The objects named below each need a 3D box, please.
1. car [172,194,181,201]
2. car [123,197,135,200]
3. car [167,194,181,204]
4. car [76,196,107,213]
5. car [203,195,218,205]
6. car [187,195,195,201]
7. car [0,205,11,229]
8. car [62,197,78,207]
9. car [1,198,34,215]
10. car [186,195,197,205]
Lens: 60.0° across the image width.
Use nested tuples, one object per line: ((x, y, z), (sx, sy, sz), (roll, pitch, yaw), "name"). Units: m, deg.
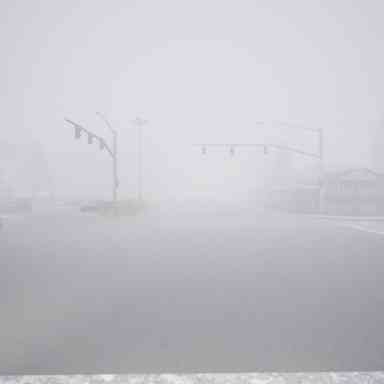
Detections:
((-3.697, 1.305, 80.320), (1.882, 1.535, 5.008), (0, 0, 0), "car")
((-10.720, 1.481, 57.138), (1.895, 1.301, 4.718), (0, 0, 0), "car")
((-3.553, 1.469, 61.760), (1.895, 1.301, 4.718), (0, 0, 0), "car")
((-10.690, 1.472, 36.841), (2.033, 1.411, 5.357), (0, 0, 0), "car")
((3.457, 1.422, 57.856), (2.033, 1.411, 5.357), (0, 0, 0), "car")
((-0.193, 1.427, 77.929), (1.895, 1.301, 4.718), (0, 0, 0), "car")
((-10.637, 1.520, 14.780), (2.033, 1.411, 5.357), (0, 0, 0), "car")
((-17.713, 1.462, 49.583), (1.994, 1.385, 4.181), (0, 0, 0), "car")
((-17.683, 1.438, 33.457), (1.837, 1.490, 4.892), (0, 0, 0), "car")
((-0.045, 1.423, 57.841), (2.033, 1.411, 5.357), (0, 0, 0), "car")
